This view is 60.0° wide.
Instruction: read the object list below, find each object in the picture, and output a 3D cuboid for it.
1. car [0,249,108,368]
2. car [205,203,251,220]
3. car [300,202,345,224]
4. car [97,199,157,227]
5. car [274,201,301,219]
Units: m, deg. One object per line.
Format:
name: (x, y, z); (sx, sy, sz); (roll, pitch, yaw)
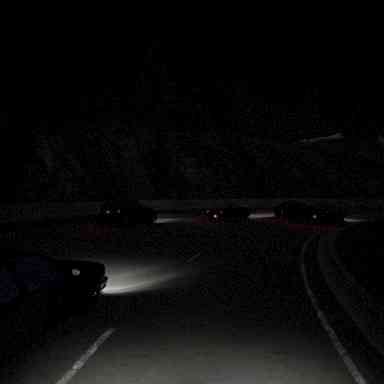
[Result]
car: (-2.977, 1.524, 4.589); (2.033, 1.411, 5.357); (0, 0, 8)
car: (3.171, 1.609, 28.001); (1.895, 1.301, 4.718); (0, 0, 37)
car: (10.284, 1.586, 25.614); (1.812, 1.442, 4.674); (0, 0, 40)
car: (-4.357, 1.309, 22.962); (2.097, 1.767, 4.553); (0, 0, 27)
car: (9.190, 1.528, 29.581); (1.882, 1.535, 5.008); (0, 0, 43)
